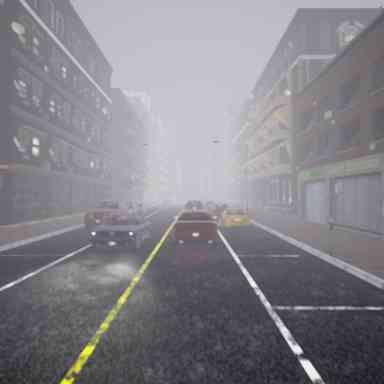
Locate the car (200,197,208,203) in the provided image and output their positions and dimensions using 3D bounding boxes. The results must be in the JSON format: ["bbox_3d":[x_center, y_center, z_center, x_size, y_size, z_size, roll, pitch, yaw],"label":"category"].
[{"bbox_3d":[3.045,2.020,84.291,1.947,1.339,4.313,0,0,0],"label":"car"}]

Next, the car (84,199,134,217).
[{"bbox_3d":[-5.599,1.430,22.336,2.192,1.841,5.009,0,0,0],"label":"car"}]

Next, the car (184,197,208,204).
[{"bbox_3d":[0.234,1.531,32.781,2.097,1.767,4.553,0,0,0],"label":"car"}]

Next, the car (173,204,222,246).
[{"bbox_3d":[0.160,1.564,15.696,1.882,1.535,5.008,0,0,0],"label":"car"}]

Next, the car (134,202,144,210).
[{"bbox_3d":[-5.576,1.586,27.970,1.967,1.590,4.097,0,0,0],"label":"car"}]

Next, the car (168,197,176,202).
[{"bbox_3d":[-5.311,2.018,89.968,1.887,1.381,4.507,0,0,0],"label":"car"}]

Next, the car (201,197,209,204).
[{"bbox_3d":[3.023,1.951,78.825,1.752,1.417,4.829,0,0,0],"label":"car"}]

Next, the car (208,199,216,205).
[{"bbox_3d":[2.828,1.731,33.567,1.887,1.381,4.507,0,0,0],"label":"car"}]

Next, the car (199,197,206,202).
[{"bbox_3d":[3.093,2.095,95.563,1.802,1.307,4.206,0,0,0],"label":"car"}]

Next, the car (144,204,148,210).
[{"bbox_3d":[-5.552,1.721,33.607,1.887,1.381,4.507,0,0,0],"label":"car"}]

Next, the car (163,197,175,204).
[{"bbox_3d":[-5.383,1.936,73.058,2.008,1.369,4.403,0,0,0],"label":"car"}]

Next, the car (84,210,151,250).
[{"bbox_3d":[-3.041,1.679,14.881,1.895,1.301,4.718,0,0,0],"label":"car"}]

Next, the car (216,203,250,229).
[{"bbox_3d":[2.781,1.652,22.465,1.752,1.417,4.829,0,0,0],"label":"car"}]
